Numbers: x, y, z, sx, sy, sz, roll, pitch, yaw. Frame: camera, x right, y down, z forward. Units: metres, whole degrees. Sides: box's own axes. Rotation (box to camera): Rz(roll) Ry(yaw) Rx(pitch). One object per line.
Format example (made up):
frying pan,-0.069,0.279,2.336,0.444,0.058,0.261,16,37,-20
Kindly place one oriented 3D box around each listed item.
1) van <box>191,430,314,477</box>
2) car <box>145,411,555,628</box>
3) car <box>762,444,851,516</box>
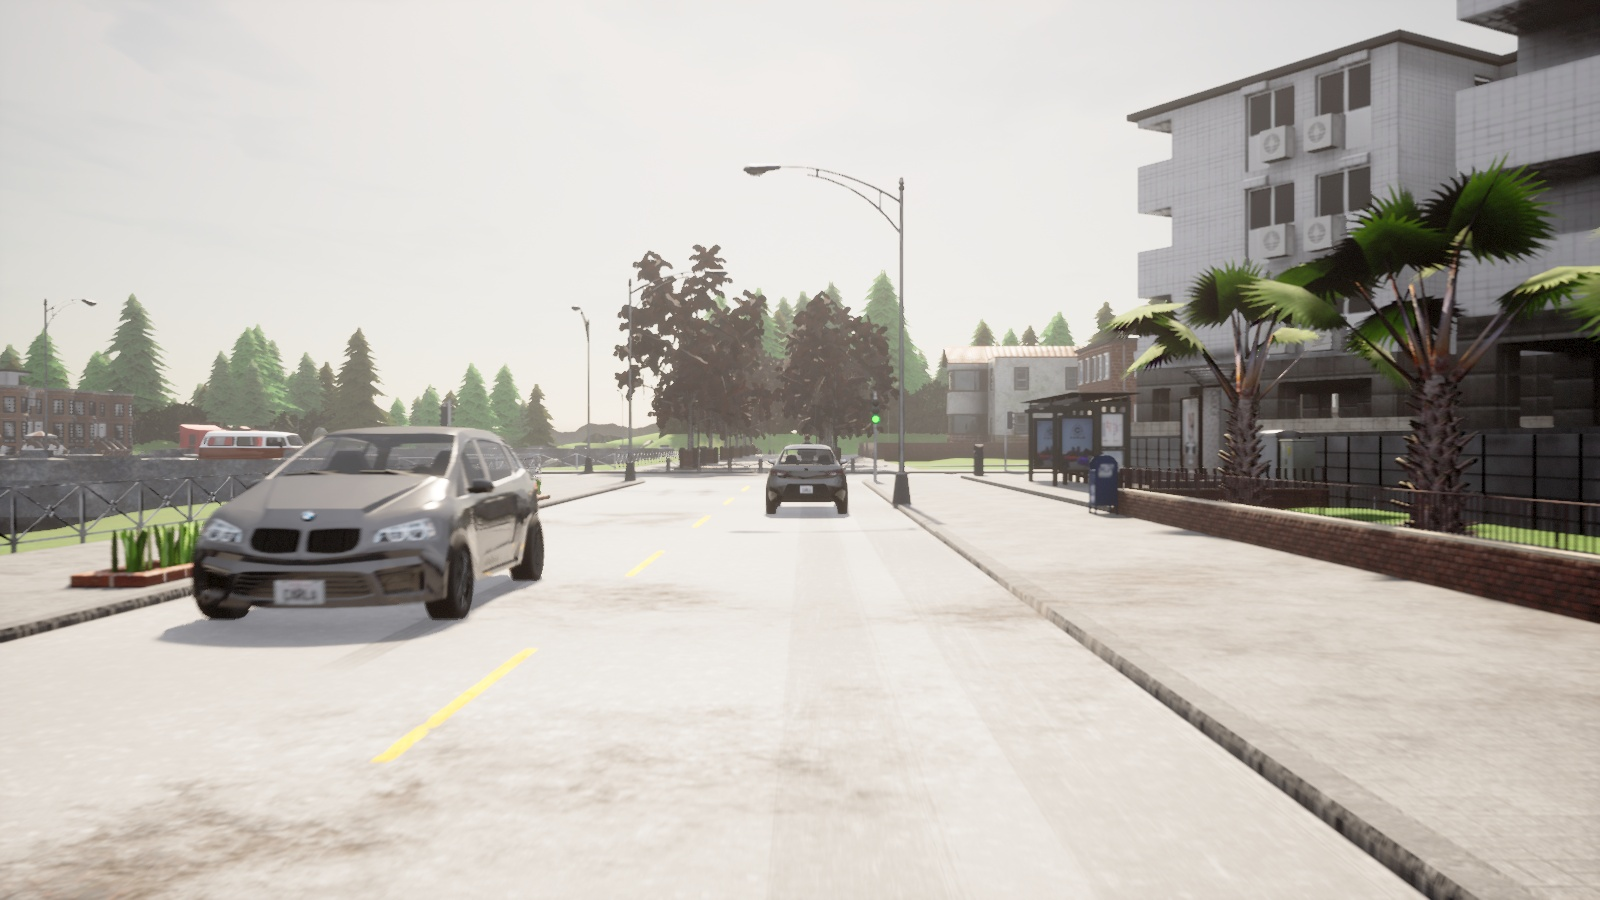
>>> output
van,-23.856,0.142,54.845,4.480,2.038,2.069,0,0,0
car,-3.916,0.520,11.979,2.242,1.667,4.611,0,0,0
car,0.164,0.604,27.807,1.816,1.474,4.193,0,0,1
